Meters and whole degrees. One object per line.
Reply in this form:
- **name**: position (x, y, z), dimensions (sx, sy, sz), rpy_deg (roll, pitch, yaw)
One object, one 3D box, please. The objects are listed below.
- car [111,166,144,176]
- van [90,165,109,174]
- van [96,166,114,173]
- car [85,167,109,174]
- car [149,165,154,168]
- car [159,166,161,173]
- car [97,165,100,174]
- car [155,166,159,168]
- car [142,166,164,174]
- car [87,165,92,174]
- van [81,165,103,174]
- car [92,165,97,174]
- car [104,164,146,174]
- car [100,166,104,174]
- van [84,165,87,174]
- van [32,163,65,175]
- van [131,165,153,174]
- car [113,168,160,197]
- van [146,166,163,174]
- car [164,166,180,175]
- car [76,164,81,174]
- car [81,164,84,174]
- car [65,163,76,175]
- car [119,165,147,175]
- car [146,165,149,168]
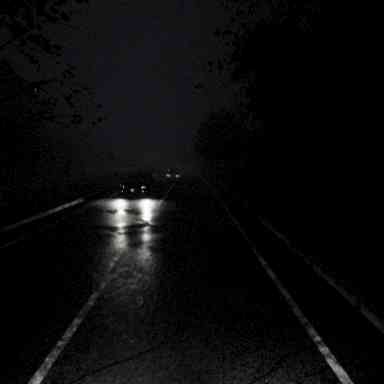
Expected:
- **car**: position (-10.472, -3.444, 53.945), dimensions (4.892, 1.521, 2.231), rpy_deg (0, 4, 0)
- **van**: position (-23.496, -5.711, 84.526), dimensions (4.442, 1.987, 1.878), rpy_deg (0, 4, 0)
- **van**: position (-23.508, -6.035, 89.908), dimensions (4.442, 1.987, 1.878), rpy_deg (0, 3, 0)
- **car**: position (-23.423, -5.314, 81.778), dimensions (5.366, 1.575, 1.946), rpy_deg (0, 4, 0)
- **car**: position (-10.454, -4.246, 62.232), dimensions (5.566, 2.045, 2.435), rpy_deg (0, 4, 0)
- **car**: position (-10.492, -5.015, 78.872), dimensions (4.792, 1.488, 2.163), rpy_deg (0, 4, 0)
- **car**: position (-23.584, -4.788, 73.482), dimensions (5.008, 1.535, 2.097), rpy_deg (0, 4, 0)
- **car**: position (-10.515, -4.695, 73.330), dimensions (5.008, 1.535, 2.097), rpy_deg (0, 4, 0)
- **car**: position (-10.573, -5.980, 89.923), dimensions (5.566, 2.045, 2.435), rpy_deg (0, 3, 0)
- **car**: position (-23.545, -4.564, 67.944), dimensions (4.553, 1.767, 2.185), rpy_deg (0, 4, 0)
- **van**: position (-23.717, -5.363, 78.997), dimensions (4.442, 1.987, 1.878), rpy_deg (0, 4, 0)
- **car**: position (-23.578, -4.605, 70.592), dimensions (5.008, 1.535, 2.097), rpy_deg (0, 4, 0)
- **car**: position (-10.274, -3.249, 51.184), dimensions (5.366, 1.575, 1.946), rpy_deg (0, 4, 0)
- **car**: position (-23.589, -4.961, 76.247), dimensions (4.892, 1.521, 2.231), rpy_deg (0, 4, 0)
- **van**: position (-23.686, -4.490, 65.173), dimensions (4.442, 1.987, 1.878), rpy_deg (0, 4, 0)
- **van**: position (-23.662, -3.759, 53.998), dimensions (4.442, 1.987, 1.878), rpy_deg (0, 4, 0)
- **van**: position (-10.618, -4.746, 70.545), dimensions (4.442, 1.987, 1.878), rpy_deg (0, 4, 0)
- **car**: position (-3.395, -0.578, 21.309), dimensions (1.837, 1.490, 4.892), rpy_deg (0, 6, 0)
- **van**: position (-10.435, -6.084, 92.698), dimensions (4.442, 1.987, 1.878), rpy_deg (0, 3, 0)
- **car**: position (-3.442, -4.057, 61.942), dimensions (2.097, 1.767, 4.553), rpy_deg (0, 4, 0)
- **car**: position (-23.373, -3.915, 59.661), dimensions (5.366, 1.575, 1.946), rpy_deg (0, 4, 0)
- **car**: position (-23.558, -4.088, 62.422), dimensions (4.892, 1.521, 2.231), rpy_deg (0, 4, 0)
- **car**: position (-23.578, -3.983, 56.881), dimensions (5.566, 2.045, 2.435), rpy_deg (0, 4, 0)
- **car**: position (-10.509, -3.943, 59.473), dimensions (4.553, 1.767, 2.185), rpy_deg (0, 4, 0)
- **car**: position (-10.478, -3.636, 56.711), dimensions (5.008, 1.535, 2.097), rpy_deg (0, 4, 0)
